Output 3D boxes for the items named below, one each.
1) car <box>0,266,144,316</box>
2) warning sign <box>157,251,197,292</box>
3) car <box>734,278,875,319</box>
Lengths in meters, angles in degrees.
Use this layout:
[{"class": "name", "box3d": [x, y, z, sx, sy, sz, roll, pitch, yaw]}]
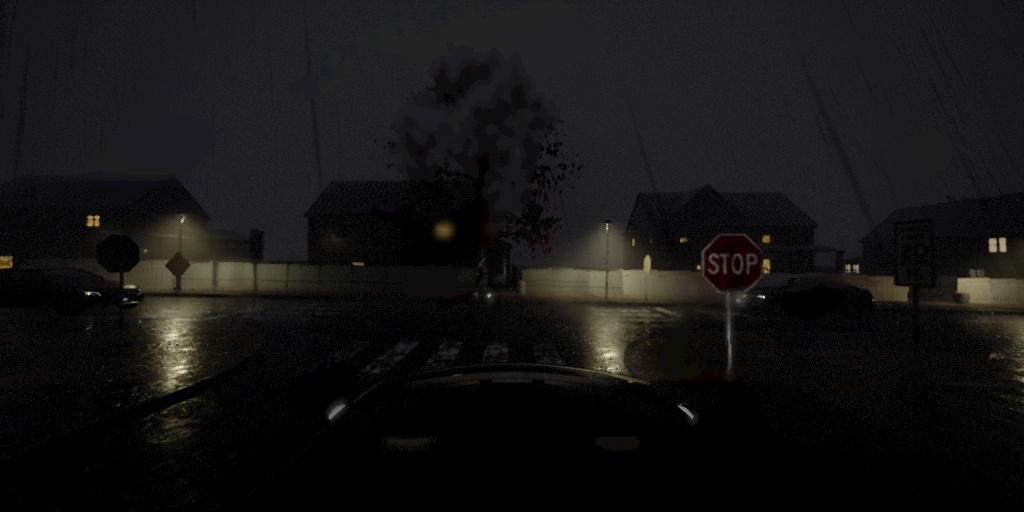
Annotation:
[{"class": "car", "box3d": [-14.798, 1.073, 11.563, 4.674, 1.442, 1.812, 1, -1, 0]}, {"class": "warning sign", "box3d": [-15.790, 0.714, 16.922, 1.060, 1.860, 1.300, 0, 0, 0]}, {"class": "car", "box3d": [11.738, 1.643, 14.586, 4.902, 1.511, 2.128, 1, -1, 0]}]
